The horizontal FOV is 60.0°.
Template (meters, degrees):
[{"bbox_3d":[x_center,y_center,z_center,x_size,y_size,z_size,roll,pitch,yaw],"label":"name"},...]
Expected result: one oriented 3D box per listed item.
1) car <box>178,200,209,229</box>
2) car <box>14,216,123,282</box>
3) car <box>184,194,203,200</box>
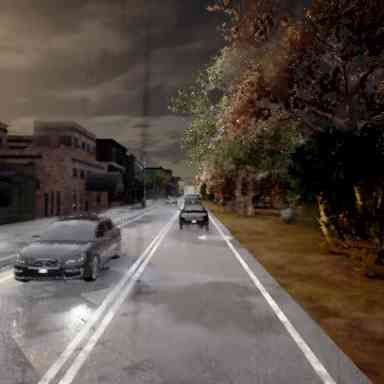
[{"bbox_3d":[0.121,1.534,22.203,2.128,1.511,4.902,0,0,0],"label":"car"},{"bbox_3d":[-3.344,1.521,9.898,1.837,1.490,4.892,0,0,0],"label":"car"},{"bbox_3d":[0.149,1.297,42.122,2.150,2.045,5.566,0,0,0],"label":"car"}]
